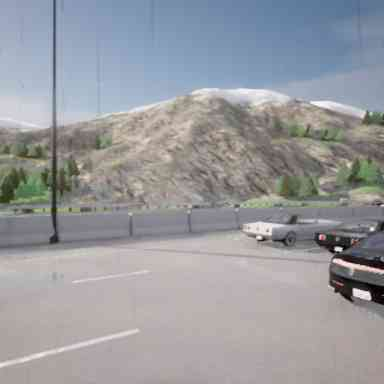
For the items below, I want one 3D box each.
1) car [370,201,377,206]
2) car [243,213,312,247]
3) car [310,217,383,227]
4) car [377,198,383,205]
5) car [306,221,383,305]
[{"bbox_3d":[28.775,1.542,48.690,5.357,1.411,2.033,0,0,-18],"label":"car"},{"bbox_3d":[4.688,1.588,14.855,4.718,1.301,1.895,0,0,-30],"label":"car"},{"bbox_3d":[6.729,1.598,12.002,4.718,1.301,1.895,0,0,-30],"label":"car"},{"bbox_3d":[28.020,1.490,44.734,4.902,1.511,2.128,0,0,-18],"label":"car"},{"bbox_3d":[4.902,1.494,6.820,4.902,1.511,2.128,0,0,-32],"label":"car"}]
